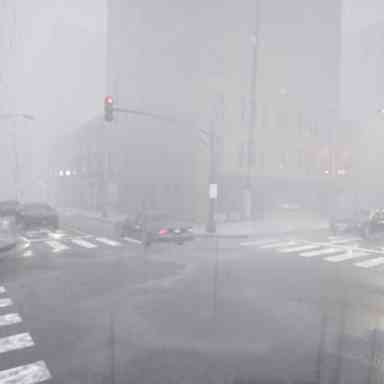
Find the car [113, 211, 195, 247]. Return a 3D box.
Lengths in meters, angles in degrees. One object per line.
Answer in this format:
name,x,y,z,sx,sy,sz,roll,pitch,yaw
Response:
car,-1.930,1.602,15.370,2.033,1.411,5.357,2,-1,-32

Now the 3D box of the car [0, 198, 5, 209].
car,-25.186,1.435,42.337,1.895,1.301,4.718,2,-1,-35

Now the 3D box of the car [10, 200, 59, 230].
car,-9.752,1.425,20.794,1.882,1.535,5.008,2,-1,-36

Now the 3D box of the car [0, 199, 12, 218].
car,-16.069,1.449,29.588,2.033,1.411,5.357,2,-1,-36

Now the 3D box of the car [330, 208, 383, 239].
car,9.662,1.670,18.558,4.902,1.511,2.128,1,0,-36
